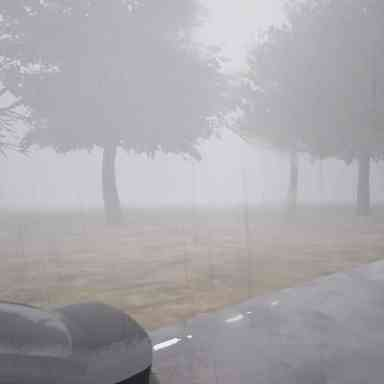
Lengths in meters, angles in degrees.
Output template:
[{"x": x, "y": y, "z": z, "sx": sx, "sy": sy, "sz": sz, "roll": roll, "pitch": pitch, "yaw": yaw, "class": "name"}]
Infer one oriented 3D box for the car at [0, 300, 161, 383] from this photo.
[{"x": -2.552, "y": 1.478, "z": 1.660, "sx": 5.008, "sy": 1.535, "sz": 1.882, "roll": 0, "pitch": 0, "yaw": -36, "class": "car"}]
